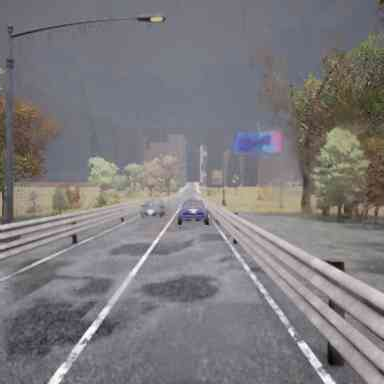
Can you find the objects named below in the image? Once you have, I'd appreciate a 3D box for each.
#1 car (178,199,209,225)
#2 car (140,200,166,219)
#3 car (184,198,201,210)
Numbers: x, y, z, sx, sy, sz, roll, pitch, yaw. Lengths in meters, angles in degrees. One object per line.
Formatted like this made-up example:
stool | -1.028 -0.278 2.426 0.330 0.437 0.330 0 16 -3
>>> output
car | 0.084 1.345 24.322 2.097 1.767 4.553 0 0 0
car | -3.369 1.483 29.494 2.128 1.511 4.902 0 0 0
car | 0.060 1.552 42.608 1.994 1.385 4.181 0 0 0
